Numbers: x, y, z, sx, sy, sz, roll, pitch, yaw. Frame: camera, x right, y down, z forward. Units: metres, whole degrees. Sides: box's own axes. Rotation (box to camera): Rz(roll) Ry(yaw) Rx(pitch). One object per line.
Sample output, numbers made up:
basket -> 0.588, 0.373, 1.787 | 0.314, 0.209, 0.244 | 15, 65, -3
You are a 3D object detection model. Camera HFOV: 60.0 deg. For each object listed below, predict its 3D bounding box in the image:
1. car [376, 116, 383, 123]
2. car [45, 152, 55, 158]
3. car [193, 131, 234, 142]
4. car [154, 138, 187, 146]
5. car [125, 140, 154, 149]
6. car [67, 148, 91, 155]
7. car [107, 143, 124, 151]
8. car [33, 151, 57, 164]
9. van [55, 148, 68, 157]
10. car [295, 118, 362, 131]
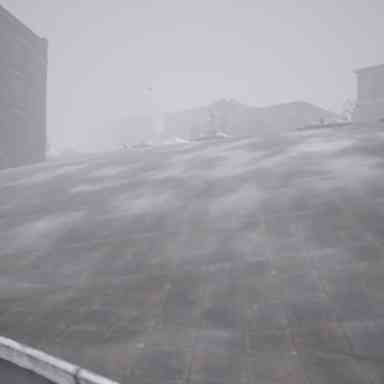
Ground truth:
car -> 13.546, -4.265, 19.587 | 2.231, 1.521, 4.892 | 0, 2, -44
car -> -24.460, -6.136, 59.587 | 2.002, 1.452, 4.674 | 0, 1, -44
car -> 2.214, -4.991, 31.505 | 2.185, 1.767, 4.553 | 0, 2, -44
car -> -1.571, -5.020, 35.490 | 2.002, 1.452, 4.674 | 0, 2, -44
car -> -5.473, -5.387, 39.599 | 2.185, 1.767, 4.553 | 0, 2, -44
car -> -16.860, -5.823, 51.585 | 2.231, 1.521, 4.892 | 0, 2, -44
car -> -9.273, -5.579, 43.599 | 2.185, 1.767, 4.553 | 0, 2, -44
car -> -28.231, -6.594, 63.558 | 2.435, 2.045, 5.566 | 0, 1, -44
van -> -20.569, -6.225, 55.492 | 1.878, 1.987, 4.442 | 0, 2, -44
car -> 9.742, -4.474, 23.580 | 2.231, 1.521, 4.892 | 0, 2, -44
